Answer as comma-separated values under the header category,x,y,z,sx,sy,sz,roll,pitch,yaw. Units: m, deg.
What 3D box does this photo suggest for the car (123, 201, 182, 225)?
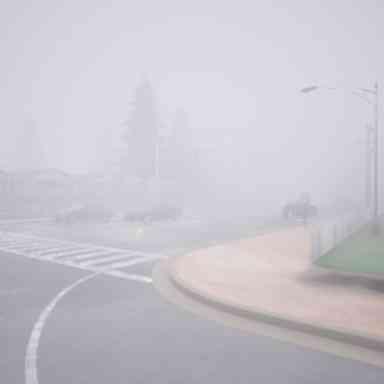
category,x,y,z,sx,sy,sz,roll,pitch,yaw
car,-2.778,1.455,24.437,1.882,1.535,5.008,0,0,38

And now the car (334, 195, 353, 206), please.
category,x,y,z,sx,sy,sz,roll,pitch,yaw
car,25.173,1.336,55.111,2.097,1.767,4.553,0,0,37

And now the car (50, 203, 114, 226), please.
category,x,y,z,sx,sy,sz,roll,pitch,yaw
car,-7.722,1.497,23.756,1.812,1.442,4.674,0,0,38

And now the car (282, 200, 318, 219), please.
category,x,y,z,sx,sy,sz,roll,pitch,yaw
car,9.328,1.492,28.525,1.837,1.490,4.892,0,0,37
